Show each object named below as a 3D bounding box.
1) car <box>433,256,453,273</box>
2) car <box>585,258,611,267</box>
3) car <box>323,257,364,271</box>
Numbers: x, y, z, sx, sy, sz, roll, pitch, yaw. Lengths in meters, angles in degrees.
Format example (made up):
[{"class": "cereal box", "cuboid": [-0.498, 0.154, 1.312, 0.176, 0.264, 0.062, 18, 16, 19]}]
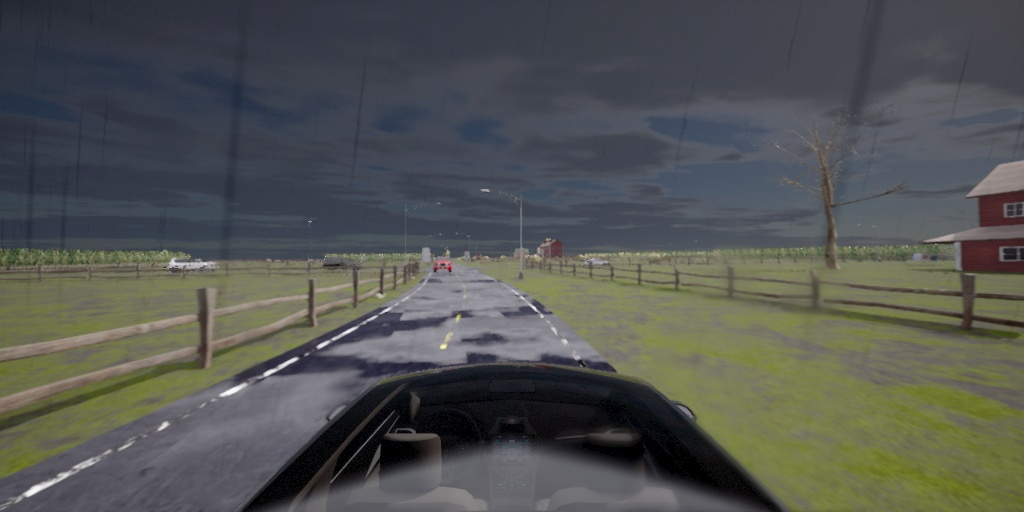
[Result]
[{"class": "car", "cuboid": [-8.704, 1.014, 45.218, 2.150, 2.045, 5.566, 0, 0, -11]}, {"class": "car", "cuboid": [14.763, 1.067, 61.504, 4.674, 1.442, 1.812, -1, -1, -12]}, {"class": "car", "cuboid": [-24.995, 1.208, 53.369, 5.566, 2.045, 2.150, 1, -1, -11]}]
